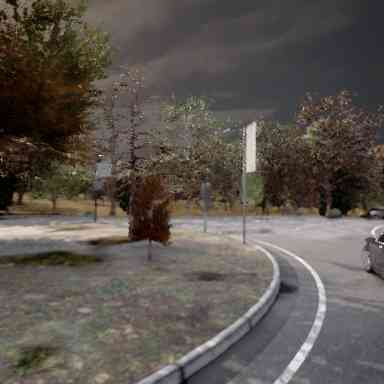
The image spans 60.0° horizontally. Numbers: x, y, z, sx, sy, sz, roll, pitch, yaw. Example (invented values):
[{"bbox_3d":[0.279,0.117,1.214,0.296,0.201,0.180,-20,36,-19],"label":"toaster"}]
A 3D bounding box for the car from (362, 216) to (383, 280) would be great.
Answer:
[{"bbox_3d":[5.551,1.596,8.051,1.837,1.490,4.892,1,0,17],"label":"car"}]

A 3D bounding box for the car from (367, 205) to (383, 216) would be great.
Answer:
[{"bbox_3d":[21.438,2.239,36.984,4.902,1.511,2.128,4,-2,-33],"label":"car"}]
